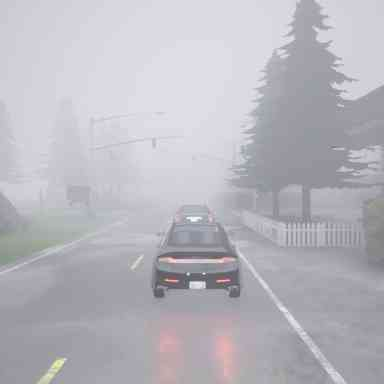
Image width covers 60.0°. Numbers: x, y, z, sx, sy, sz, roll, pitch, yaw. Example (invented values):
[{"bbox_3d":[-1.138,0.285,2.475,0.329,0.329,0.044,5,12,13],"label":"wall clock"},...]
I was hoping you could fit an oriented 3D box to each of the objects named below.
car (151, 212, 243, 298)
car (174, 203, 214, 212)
[{"bbox_3d":[0.100,1.492,8.515,2.128,1.511,4.902,0,0,0],"label":"car"},{"bbox_3d":[0.101,1.354,17.669,2.097,1.767,4.553,0,0,0],"label":"car"}]
